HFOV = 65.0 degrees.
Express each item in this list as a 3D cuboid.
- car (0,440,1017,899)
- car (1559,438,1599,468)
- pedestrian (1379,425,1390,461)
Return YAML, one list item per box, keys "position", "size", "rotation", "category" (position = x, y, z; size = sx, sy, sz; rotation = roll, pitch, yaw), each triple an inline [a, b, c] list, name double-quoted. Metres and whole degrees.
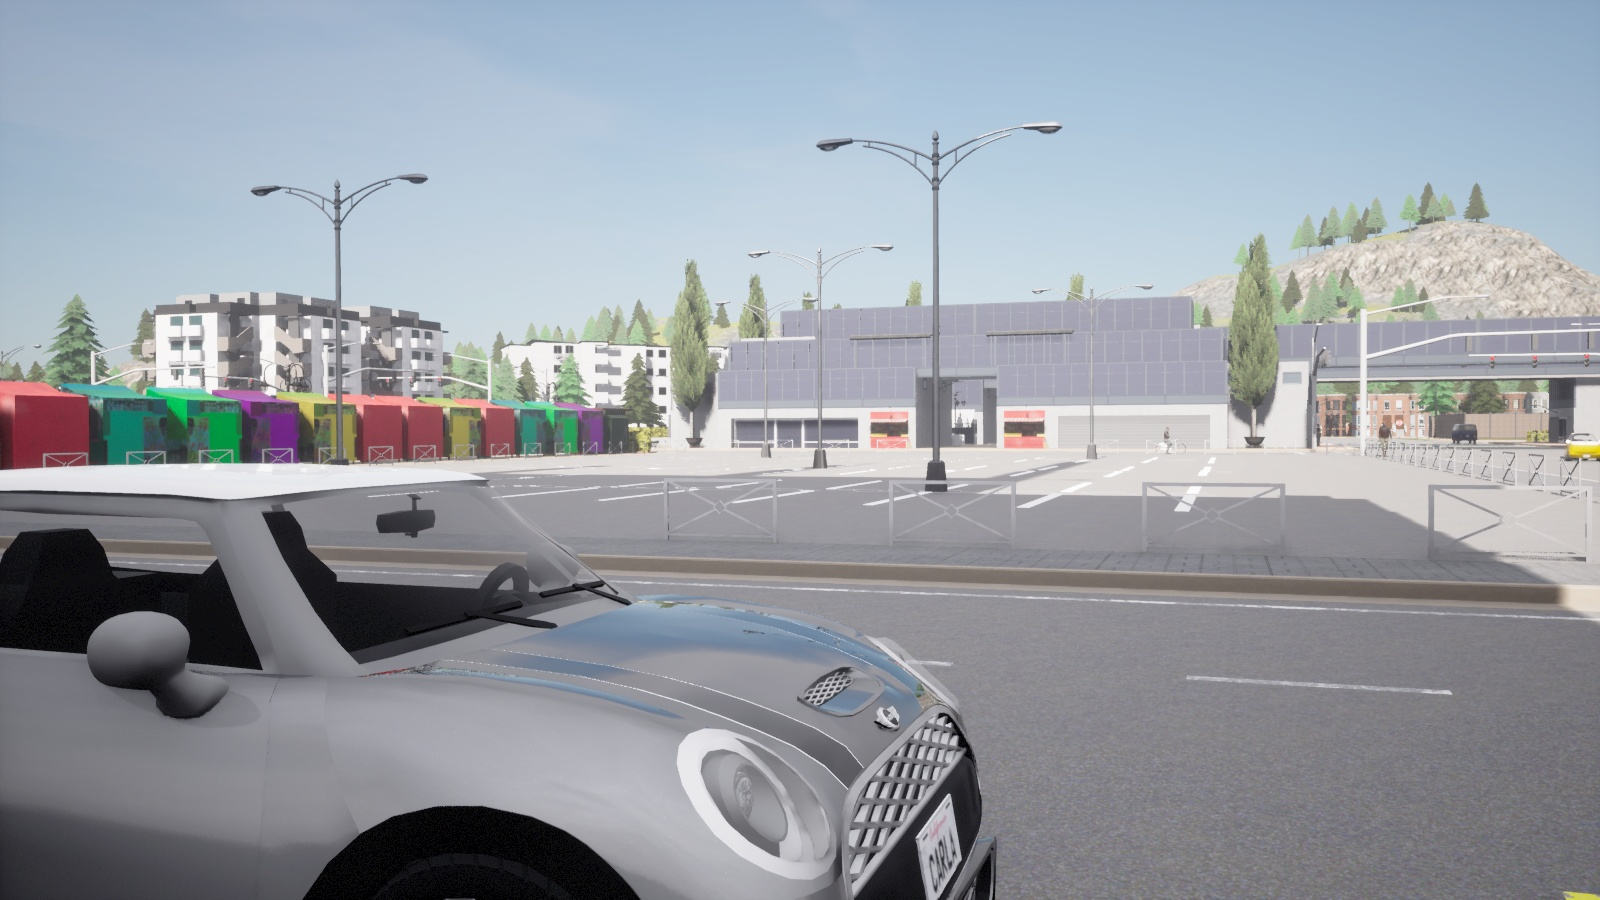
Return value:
- position: [-1.428, 0.728, 3.672]
  size: [3.806, 1.475, 1.970]
  rotation: [1, 1, 18]
  category: "car"
- position: [36.893, 0.127, 59.255]
  size: [1.481, 1.376, 2.207]
  rotation: [1, 1, 20]
  category: "car"
- position: [29.724, -0.370, 63.851]
  size: [0.431, 1.840, 0.703]
  rotation: [1, 1, 28]
  category: "pedestrian"
